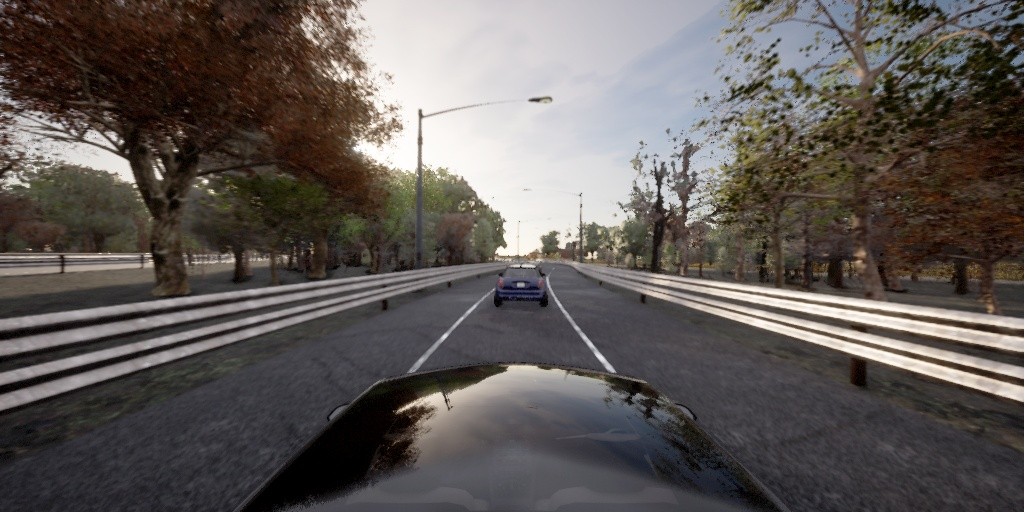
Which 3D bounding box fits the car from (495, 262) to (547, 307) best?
[{"bbox_3d":[0.444,1.168,16.197,2.097,1.767,4.553,0,0,3],"label":"car"}]
